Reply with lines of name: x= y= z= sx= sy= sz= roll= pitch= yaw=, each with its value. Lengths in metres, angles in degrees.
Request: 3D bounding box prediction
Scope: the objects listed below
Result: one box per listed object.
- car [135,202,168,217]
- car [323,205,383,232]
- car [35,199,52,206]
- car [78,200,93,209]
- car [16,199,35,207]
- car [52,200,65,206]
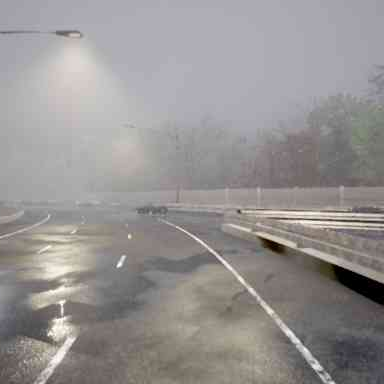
car: x=-4.657 y=1.901 z=37.738 sx=1.882 sy=1.535 sz=5.008 roll=0 pitch=-1 yaw=-39
car: x=11.182 y=1.655 z=21.763 sx=4.892 sy=1.490 sz=1.837 roll=-1 pitch=-1 yaw=35
car: x=-34.466 y=2.341 z=75.619 sx=4.553 sy=1.767 sz=2.097 roll=-1 pitch=-1 yaw=44
car: x=-20.524 y=2.356 z=64.256 sx=1.812 sy=1.442 sz=4.674 roll=0 pitch=-1 yaw=-33
car: x=-36.976 y=2.319 z=73.180 sx=4.553 sy=1.767 sz=2.097 roll=-1 pitch=-1 yaw=44
car: x=-31.572 y=2.558 z=77.743 sx=5.357 sy=1.411 sz=2.033 roll=-1 pitch=-1 yaw=44
